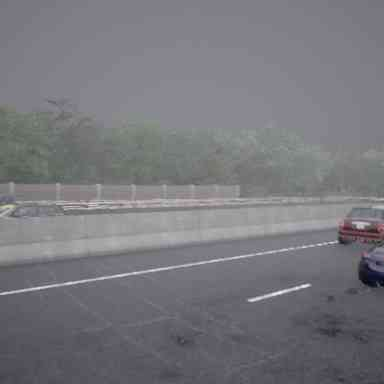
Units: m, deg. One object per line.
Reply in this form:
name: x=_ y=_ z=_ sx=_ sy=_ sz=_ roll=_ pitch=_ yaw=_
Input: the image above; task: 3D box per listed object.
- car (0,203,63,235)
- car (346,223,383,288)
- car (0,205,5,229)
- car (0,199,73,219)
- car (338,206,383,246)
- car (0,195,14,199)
car: x=-9.995 y=1.478 z=18.353 sx=5.008 sy=1.535 sz=1.882 roll=0 pitch=0 yaw=-35
car: x=5.892 y=1.566 z=8.072 sx=4.181 sy=1.385 sz=1.994 roll=0 pitch=0 yaw=-36
car: x=-14.213 y=1.547 z=19.648 sx=5.357 sy=1.411 sz=2.033 roll=0 pitch=0 yaw=-35
car: x=-7.895 y=1.352 z=15.550 sx=4.553 sy=1.767 sz=2.097 roll=0 pitch=0 yaw=-35
car: x=8.211 y=1.351 z=14.026 sx=4.553 sy=1.767 sz=2.097 roll=0 pitch=0 yaw=-36
car: x=-15.215 y=1.222 z=23.227 sx=5.566 sy=2.045 sz=2.150 roll=0 pitch=0 yaw=-35
